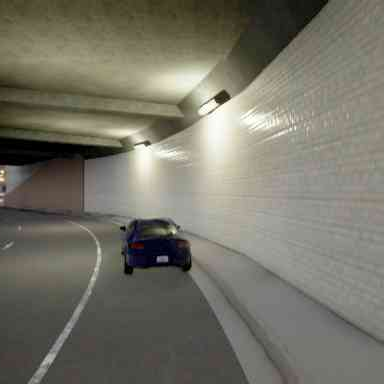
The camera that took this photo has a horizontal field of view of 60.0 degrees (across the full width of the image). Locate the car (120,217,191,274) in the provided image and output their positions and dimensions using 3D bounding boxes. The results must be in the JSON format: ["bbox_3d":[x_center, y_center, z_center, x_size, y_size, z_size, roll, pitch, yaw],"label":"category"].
[{"bbox_3d":[-1.261,1.516,10.550,1.812,1.442,4.674,0,0,-13],"label":"car"}]
